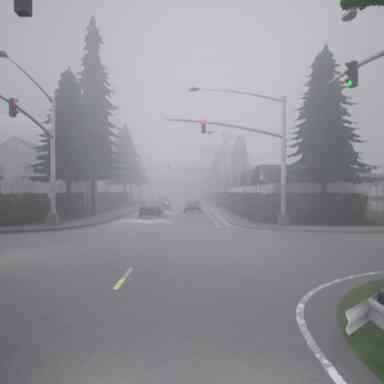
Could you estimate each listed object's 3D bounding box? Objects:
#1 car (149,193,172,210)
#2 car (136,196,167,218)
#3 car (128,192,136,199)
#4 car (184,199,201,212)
[{"bbox_3d":[-3.625,1.291,40.507,2.097,1.767,4.553,0,0,0],"label":"car"},{"bbox_3d":[-3.619,1.432,30.353,1.882,1.535,5.008,0,0,0],"label":"car"},{"bbox_3d":[-16.862,0.949,84.934,3.866,1.878,1.905,0,0,-1],"label":"car"},{"bbox_3d":[0.063,1.491,37.164,2.033,1.411,5.357,0,0,0],"label":"car"}]
